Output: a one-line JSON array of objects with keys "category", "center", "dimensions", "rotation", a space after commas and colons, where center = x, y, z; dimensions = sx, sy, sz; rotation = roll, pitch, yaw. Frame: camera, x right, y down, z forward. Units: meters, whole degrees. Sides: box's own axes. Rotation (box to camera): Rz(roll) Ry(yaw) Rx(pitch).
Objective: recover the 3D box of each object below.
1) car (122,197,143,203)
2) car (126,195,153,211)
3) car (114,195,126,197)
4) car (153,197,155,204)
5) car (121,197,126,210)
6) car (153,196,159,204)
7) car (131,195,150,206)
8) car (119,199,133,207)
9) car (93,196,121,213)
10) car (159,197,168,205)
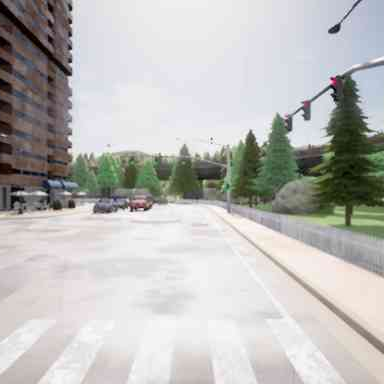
[{"category": "car", "center": [-14.700, 2.068, 82.045], "dimensions": [5.357, 1.411, 2.033], "rotation": [0, -1, 32]}, {"category": "car", "center": [-7.107, 1.567, 45.948], "dimensions": [2.150, 2.045, 5.566], "rotation": [0, 0, 0]}, {"category": "car", "center": [-18.133, 1.820, 80.149], "dimensions": [5.566, 2.045, 2.150], "rotation": [0, -1, 32]}, {"category": "car", "center": [-7.549, 2.019, 55.702], "dimensions": [1.895, 1.301, 4.718], "rotation": [0, 0, -6]}, {"category": "car", "center": [-10.735, 1.879, 49.829], "dimensions": [1.837, 1.490, 4.892], "rotation": [0, 0, -1]}, {"category": "car", "center": [-10.288, 1.774, 73.070], "dimensions": [2.150, 2.045, 5.566], "rotation": [0, -1, -39]}, {"category": "car", "center": [-10.372, 1.720, 66.618], "dimensions": [2.150, 2.045, 5.566], "rotation": [0, 0, -26]}, {"category": "car", "center": [-12.235, 2.026, 61.507], "dimensions": [1.994, 1.385, 4.181], "rotation": [0, 0, -20]}, {"category": "car", "center": [-10.614, 1.659, 40.863], "dimensions": [2.097, 1.767, 4.553], "rotation": [0, 0, 0]}, {"category": "car", "center": [-7.416, 1.919, 75.066], "dimensions": [2.097, 1.767, 4.553], "rotation": [0, -1, -39]}]
